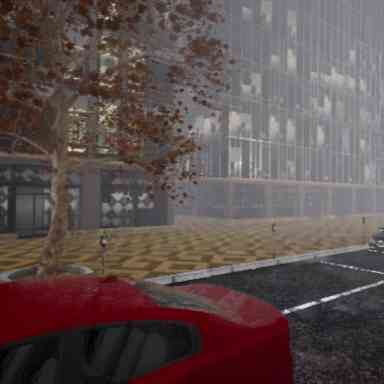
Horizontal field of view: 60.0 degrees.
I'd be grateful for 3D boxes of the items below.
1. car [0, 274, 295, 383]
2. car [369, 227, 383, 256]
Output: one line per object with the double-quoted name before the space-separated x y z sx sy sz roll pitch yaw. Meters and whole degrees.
"car" -1.377 1.479 2.397 5.008 1.535 1.882 1 0 -36
"car" 8.379 1.699 12.544 4.403 1.369 2.008 1 0 -36
